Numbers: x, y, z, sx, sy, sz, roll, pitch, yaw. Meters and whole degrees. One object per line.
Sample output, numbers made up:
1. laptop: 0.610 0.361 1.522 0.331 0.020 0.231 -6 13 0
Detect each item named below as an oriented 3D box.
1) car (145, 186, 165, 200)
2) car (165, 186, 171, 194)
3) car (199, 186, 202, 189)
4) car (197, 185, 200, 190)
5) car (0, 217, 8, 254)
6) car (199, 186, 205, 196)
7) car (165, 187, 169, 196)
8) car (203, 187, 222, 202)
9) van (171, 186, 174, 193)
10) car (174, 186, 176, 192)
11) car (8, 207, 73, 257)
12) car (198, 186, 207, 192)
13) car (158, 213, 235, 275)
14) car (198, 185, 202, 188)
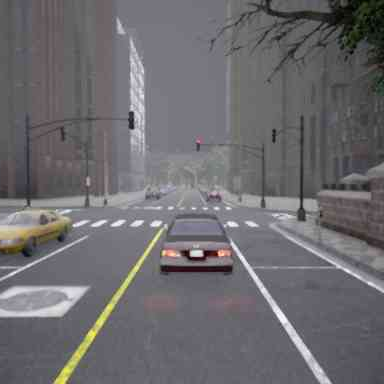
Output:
1. car: -5.686 0.144 49.286 2.192 1.841 5.009 0 1 0
2. car: -5.661 -0.024 65.429 1.752 1.417 4.829 0 1 0
3. car: 2.865 -0.009 65.586 1.887 1.381 4.507 0 1 0
4. car: 2.898 -0.538 87.500 1.752 1.417 4.829 0 1 0
5. car: -5.752 1.283 6.436 1.967 1.590 4.097 0 1 0
6. car: 2.856 0.124 60.150 2.008 1.369 4.403 0 1 0
7. car: -5.669 0.156 60.164 1.802 1.307 4.206 0 1 0
8. car: 2.831 0.396 43.839 1.967 1.590 4.097 0 1 0
9. van: -5.644 -0.465 76.467 1.690 1.788 3.998 0 1 0
10. car: -5.635 -0.382 81.908 2.008 1.369 4.403 0 1 0
11. car: -5.744 1.243 11.723 1.752 1.417 4.829 0 1 0
12. car: 2.906 -0.870 92.761 2.192 1.841 5.009 0 1 0
13. car: 0.106 1.312 9.687 2.033 1.411 5.357 0 1 0
14. car: 2.882 -0.286 76.628 1.752 1.417 4.829 0 1 0
